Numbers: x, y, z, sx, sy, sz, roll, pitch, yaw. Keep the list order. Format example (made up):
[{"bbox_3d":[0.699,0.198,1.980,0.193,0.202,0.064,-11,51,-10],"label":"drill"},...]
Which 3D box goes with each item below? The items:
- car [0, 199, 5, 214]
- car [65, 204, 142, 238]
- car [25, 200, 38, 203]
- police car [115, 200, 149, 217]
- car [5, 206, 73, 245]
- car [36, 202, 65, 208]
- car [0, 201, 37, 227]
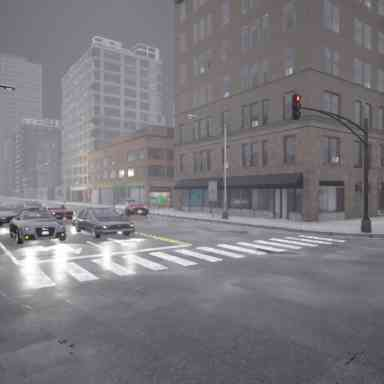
[{"bbox_3d":[-21.327,1.554,35.678,1.812,1.442,4.674,0,0,-35],"label":"car"},{"bbox_3d":[-4.980,1.555,18.040,2.033,1.411,5.357,0,0,-35],"label":"car"},{"bbox_3d":[-17.086,1.574,35.256,2.033,1.411,5.357,0,0,-36],"label":"car"},{"bbox_3d":[-5.909,1.529,30.837,2.038,1.542,4.974,0,0,-35],"label":"police car"},{"bbox_3d":[-7.419,1.570,15.856,1.994,1.385,4.181,0,0,-35],"label":"car"},{"bbox_3d":[-10.493,1.617,25.882,1.895,1.301,4.718,0,0,-35],"label":"car"},{"bbox_3d":[-12.744,1.561,23.431,2.033,1.411,5.357,0,0,-35],"label":"car"}]
